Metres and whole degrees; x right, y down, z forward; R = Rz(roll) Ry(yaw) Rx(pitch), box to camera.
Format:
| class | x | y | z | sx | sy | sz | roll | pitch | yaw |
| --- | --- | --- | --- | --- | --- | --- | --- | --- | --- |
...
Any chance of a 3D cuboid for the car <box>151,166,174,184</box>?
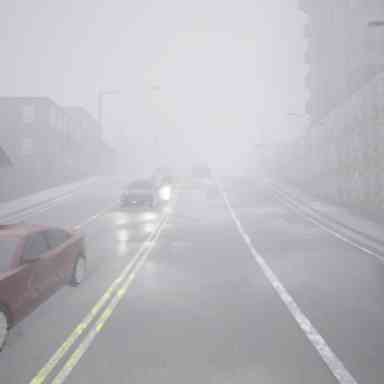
| class | x | y | z | sx | sy | sz | roll | pitch | yaw |
| --- | --- | --- | --- | --- | --- | --- | --- | --- | --- |
| car | -2.792 | -1.726 | 31.873 | 2.128 | 1.511 | 4.902 | 0 | 8 | 2 |

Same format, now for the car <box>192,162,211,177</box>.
| class | x | y | z | sx | sy | sz | roll | pitch | yaw |
| --- | --- | --- | --- | --- | --- | --- | --- | --- | --- |
| car | 1.085 | -2.749 | 38.975 | 2.097 | 1.767 | 4.553 | 0 | 5 | 1 |

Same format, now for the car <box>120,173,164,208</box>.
| class | x | y | z | sx | sy | sz | roll | pitch | yaw |
| --- | --- | --- | --- | --- | --- | --- | --- | --- | --- |
| car | -3.090 | -0.027 | 20.508 | 1.837 | 1.490 | 4.892 | 0 | 8 | 2 |

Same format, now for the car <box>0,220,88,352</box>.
| class | x | y | z | sx | sy | sz | roll | pitch | yaw |
| --- | --- | --- | --- | --- | --- | --- | --- | --- | --- |
| car | -3.476 | 1.377 | 6.012 | 1.882 | 1.535 | 5.008 | 0 | 2 | 2 |

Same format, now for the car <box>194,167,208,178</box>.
| class | x | y | z | sx | sy | sz | roll | pitch | yaw |
| --- | --- | --- | --- | --- | --- | --- | --- | --- | --- |
| car | 1.307 | -2.817 | 48.915 | 1.895 | 1.301 | 4.718 | 0 | -1 | 1 |
